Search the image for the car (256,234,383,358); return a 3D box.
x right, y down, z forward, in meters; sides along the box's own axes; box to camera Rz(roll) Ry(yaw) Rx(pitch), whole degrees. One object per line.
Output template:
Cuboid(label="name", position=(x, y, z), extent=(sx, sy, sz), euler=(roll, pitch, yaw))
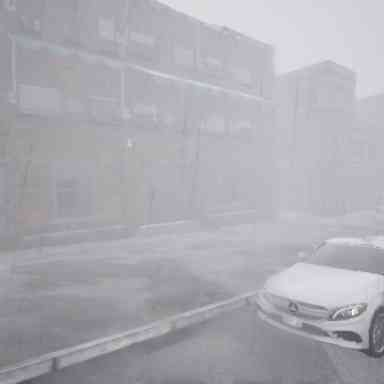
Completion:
Cuboid(label="car", position=(3.195, 1.588, 6.290), extent=(4.674, 1.442, 1.812), euler=(0, -1, -41))
